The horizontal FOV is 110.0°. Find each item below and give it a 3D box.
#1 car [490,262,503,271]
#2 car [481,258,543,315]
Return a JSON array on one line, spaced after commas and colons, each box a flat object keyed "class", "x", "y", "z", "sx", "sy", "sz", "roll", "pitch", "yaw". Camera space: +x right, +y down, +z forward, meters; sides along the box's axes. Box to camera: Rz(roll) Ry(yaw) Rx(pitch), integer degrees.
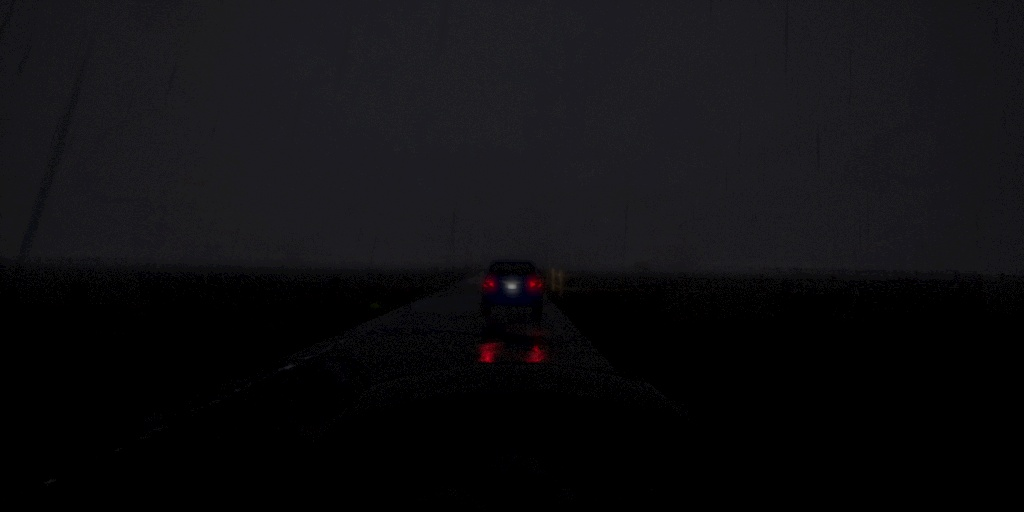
[{"class": "car", "x": -2.737, "y": 1.939, "z": 65.403, "sx": 2.128, "sy": 1.511, "sz": 4.902, "roll": 0, "pitch": -1, "yaw": 0}, {"class": "car", "x": 0.020, "y": 1.113, "z": 14.433, "sx": 2.150, "sy": 2.045, "sz": 5.566, "roll": 0, "pitch": 0, "yaw": 0}]
